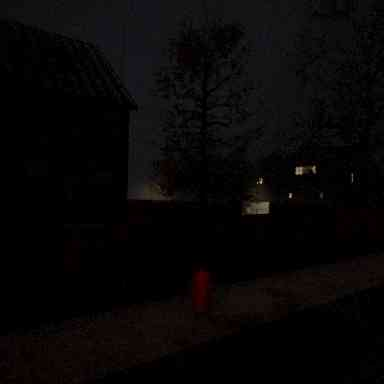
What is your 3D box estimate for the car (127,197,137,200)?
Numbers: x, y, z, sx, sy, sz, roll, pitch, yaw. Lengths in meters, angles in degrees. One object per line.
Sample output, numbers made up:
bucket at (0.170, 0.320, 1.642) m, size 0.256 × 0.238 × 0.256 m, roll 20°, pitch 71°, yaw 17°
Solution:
car at (-10.590, 1.879, 53.676) m, size 2.150 × 2.045 × 5.566 m, roll 2°, pitch -2°, yaw -35°
